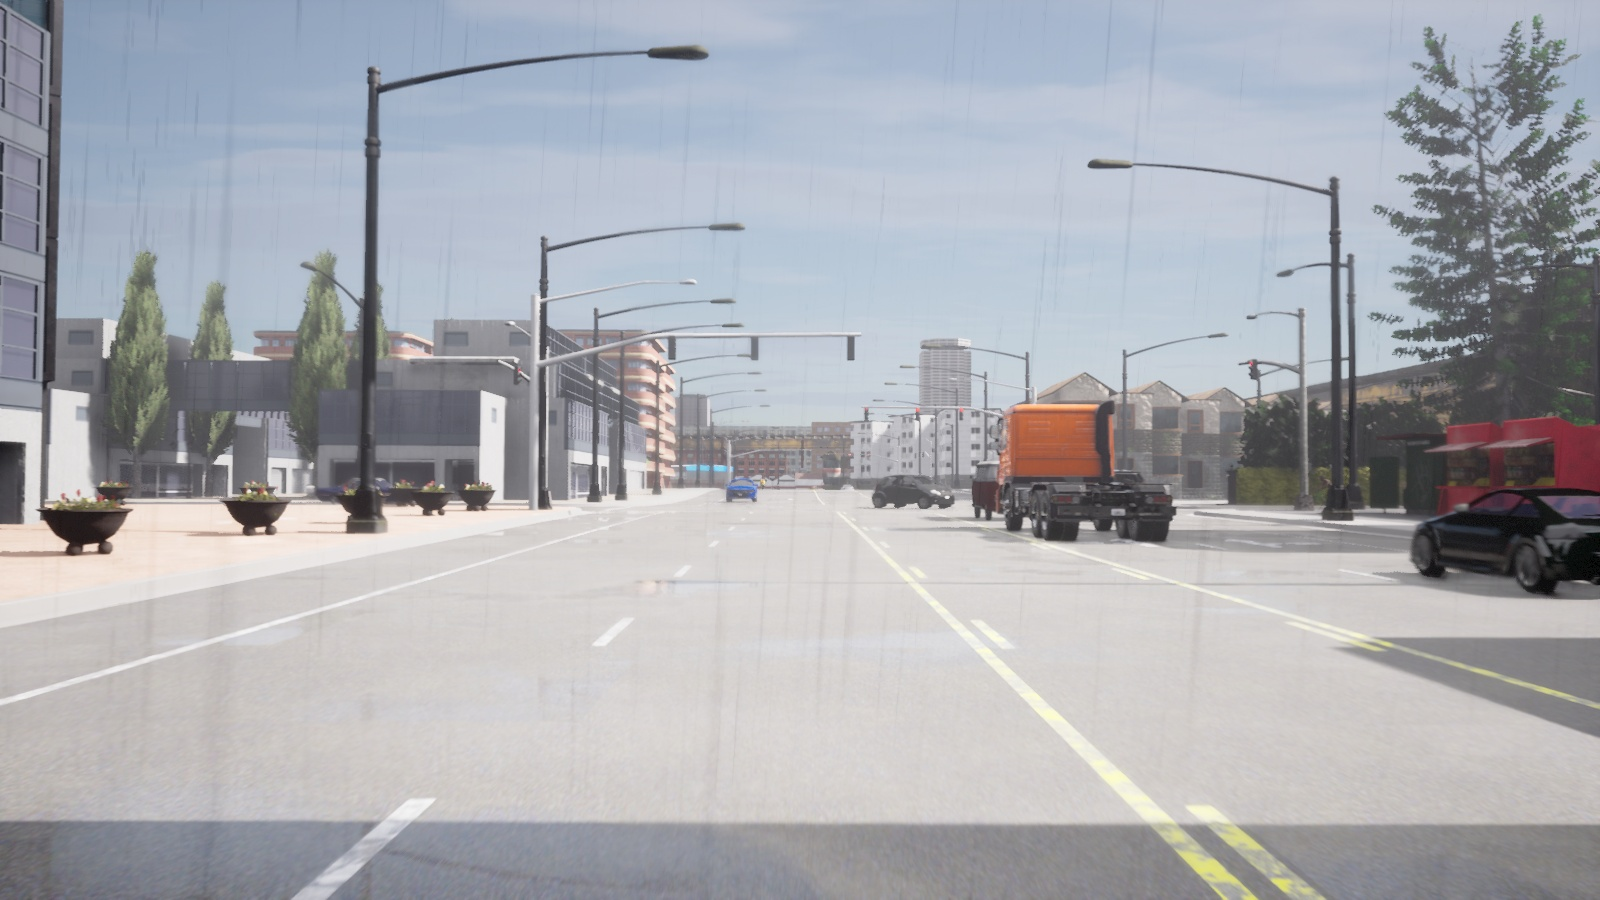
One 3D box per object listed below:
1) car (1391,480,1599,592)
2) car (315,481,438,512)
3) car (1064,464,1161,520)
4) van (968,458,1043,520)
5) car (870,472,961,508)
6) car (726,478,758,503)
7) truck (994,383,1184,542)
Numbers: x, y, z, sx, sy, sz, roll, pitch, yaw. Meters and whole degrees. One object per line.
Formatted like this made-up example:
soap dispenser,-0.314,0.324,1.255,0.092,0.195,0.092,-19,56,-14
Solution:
car,10.457,1.141,17.989,1.994,1.385,4.181,0,-1,0
car,-18.493,2.032,54.960,4.718,1.301,1.895,0,-2,0
car,10.399,1.372,42.162,2.097,1.767,4.553,0,-1,0
van,6.897,1.291,42.494,1.775,1.987,4.442,0,-1,0
car,5.407,1.873,59.088,3.988,1.617,1.851,-2,-2,43
car,-3.692,2.603,80.602,1.882,1.535,5.008,0,-2,0
truck,6.922,0.337,31.420,2.891,3.462,7.936,0,-1,0
